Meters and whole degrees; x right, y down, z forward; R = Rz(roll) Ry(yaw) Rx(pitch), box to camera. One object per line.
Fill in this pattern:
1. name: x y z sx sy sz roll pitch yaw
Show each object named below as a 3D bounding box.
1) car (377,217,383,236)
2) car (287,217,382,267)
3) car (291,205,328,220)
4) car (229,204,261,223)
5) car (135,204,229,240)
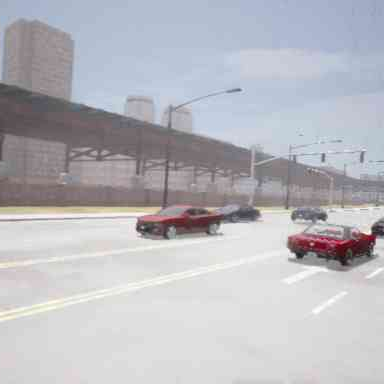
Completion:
1. car: 13.044 2.251 21.480 1.994 1.385 4.181 3 0 41
2. car: 5.534 1.880 12.778 1.895 1.301 4.718 3 0 42
3. car: 10.358 1.865 29.240 1.994 1.385 4.181 3 0 41
4. car: 3.614 1.670 26.825 2.033 1.411 5.357 3 0 41
5. car: -0.547 1.391 16.620 1.882 1.535 5.008 3 0 41
